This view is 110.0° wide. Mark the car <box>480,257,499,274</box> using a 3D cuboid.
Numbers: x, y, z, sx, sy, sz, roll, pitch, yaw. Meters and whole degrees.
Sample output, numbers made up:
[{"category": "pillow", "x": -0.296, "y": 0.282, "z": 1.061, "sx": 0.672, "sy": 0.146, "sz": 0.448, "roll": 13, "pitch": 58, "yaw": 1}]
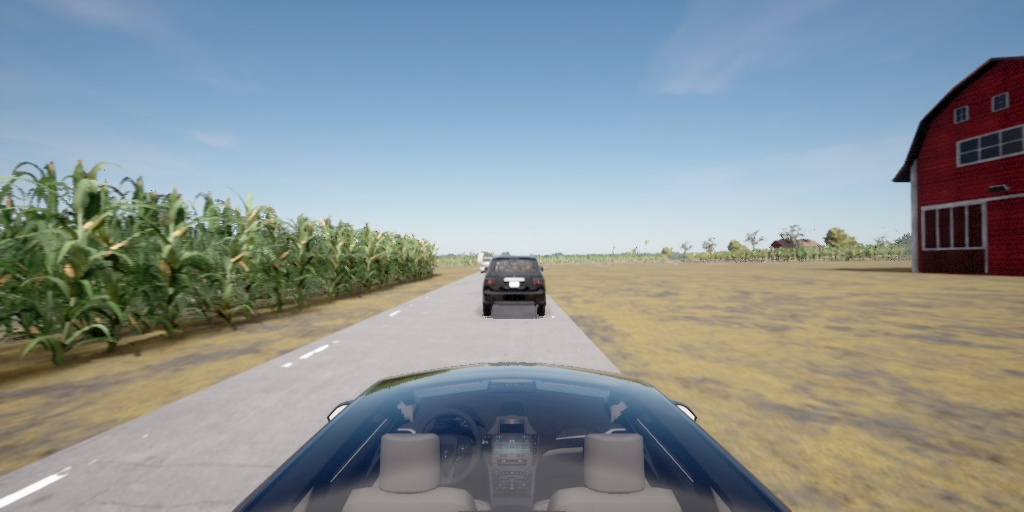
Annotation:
[{"category": "car", "x": -2.841, "y": 1.181, "z": 46.373, "sx": 2.150, "sy": 2.045, "sz": 5.566, "roll": 0, "pitch": -1, "yaw": 0}]

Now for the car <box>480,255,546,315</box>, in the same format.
[{"category": "car", "x": 0.084, "y": 0.998, "z": 13.934, "sx": 2.150, "sy": 2.045, "sz": 5.566, "roll": 0, "pitch": 0, "yaw": 0}]
